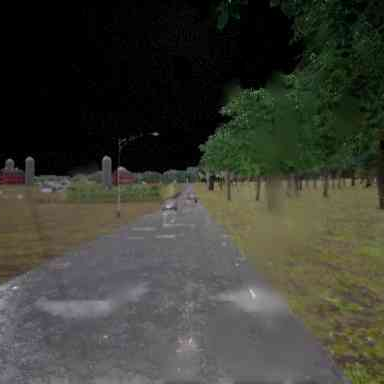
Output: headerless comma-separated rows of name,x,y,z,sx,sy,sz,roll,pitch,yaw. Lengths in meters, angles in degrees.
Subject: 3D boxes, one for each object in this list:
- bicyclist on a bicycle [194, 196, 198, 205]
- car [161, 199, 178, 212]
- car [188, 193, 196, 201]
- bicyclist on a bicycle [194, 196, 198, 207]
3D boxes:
bicyclist on a bicycle,0.765,1.651,66.057,0.866,1.612,1.509,0,0,0
car,-2.823,1.681,42.532,2.128,1.511,4.902,0,0,0
car,0.018,1.468,83.674,1.812,1.442,4.674,0,0,0
bicyclist on a bicycle,0.768,1.698,56.475,0.582,1.620,1.656,0,0,0
